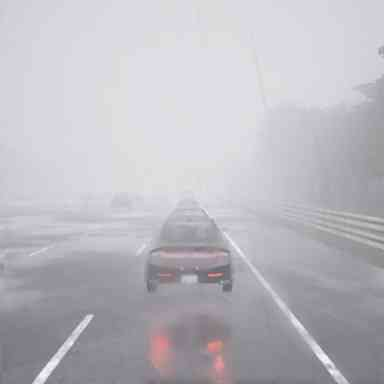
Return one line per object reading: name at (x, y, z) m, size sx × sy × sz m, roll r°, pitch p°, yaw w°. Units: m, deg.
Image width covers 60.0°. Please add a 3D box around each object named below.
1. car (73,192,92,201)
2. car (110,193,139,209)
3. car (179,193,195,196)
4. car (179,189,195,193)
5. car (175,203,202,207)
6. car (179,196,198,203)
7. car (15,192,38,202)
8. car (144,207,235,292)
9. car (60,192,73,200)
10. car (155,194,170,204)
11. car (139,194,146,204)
car at (-18.598, 0.705, 57.961) m, size 1.882 × 1.535 × 5.008 m, roll 0°, pitch 1°, yaw -1°
car at (-7.430, 0.868, 36.189) m, size 2.097 × 1.767 × 4.553 m, roll 0°, pitch 1°, yaw -1°
car at (-0.418, 1.094, 35.569) m, size 1.994 × 1.385 × 4.181 m, roll 0°, pitch 1°, yaw -1°
car at (-0.698, 0.602, 47.329) m, size 2.150 × 2.045 × 5.566 m, roll 0°, pitch 1°, yaw -1°
car at (-0.134, 1.394, 15.145) m, size 1.895 × 1.301 × 4.718 m, roll 0°, pitch 1°, yaw -1°
car at (-0.271, 1.225, 24.128) m, size 2.033 × 1.411 × 5.357 m, roll 0°, pitch 1°, yaw -1°
car at (-25.505, 0.752, 51.447) m, size 1.994 × 1.385 × 4.181 m, roll -1°, pitch 1°, yaw -1°
car at (-0.063, 1.370, 8.560) m, size 2.128 × 1.511 × 4.902 m, roll 0°, pitch 1°, yaw 0°
car at (-22.127, 0.706, 59.924) m, size 1.837 × 1.490 × 4.892 m, roll 0°, pitch 0°, yaw -1°
car at (-4.206, 0.918, 47.720) m, size 2.033 × 1.411 × 5.357 m, roll 0°, pitch 1°, yaw -1°
car at (-7.701, 0.971, 47.562) m, size 1.895 × 1.301 × 4.718 m, roll 0°, pitch 1°, yaw -1°
